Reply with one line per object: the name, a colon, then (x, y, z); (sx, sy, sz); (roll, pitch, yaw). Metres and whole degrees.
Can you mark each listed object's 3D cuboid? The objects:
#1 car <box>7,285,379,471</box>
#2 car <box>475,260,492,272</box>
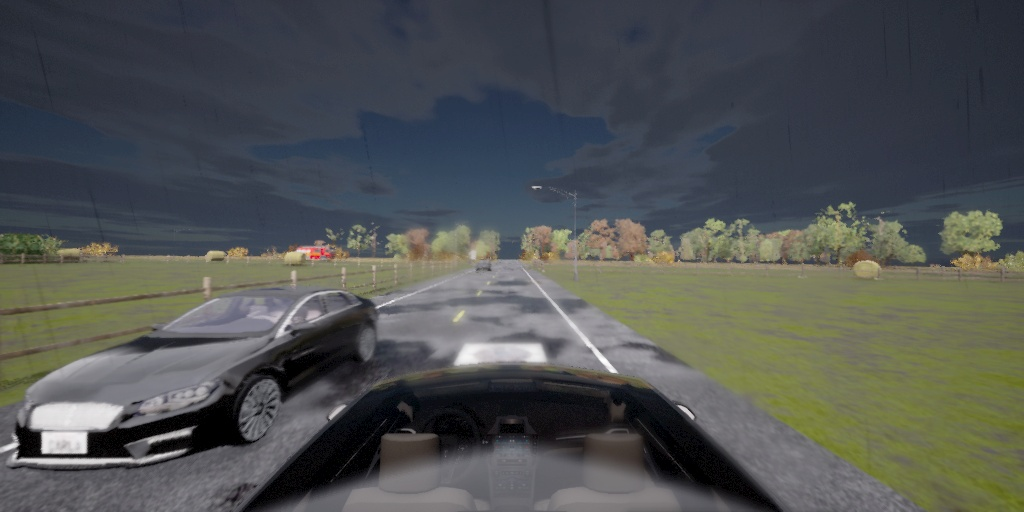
car: (-3.599, 1.241, 5.334); (2.128, 1.511, 4.902); (0, 0, 0)
car: (-3.578, 1.252, 46.012); (1.837, 1.490, 4.892); (0, 0, 0)
